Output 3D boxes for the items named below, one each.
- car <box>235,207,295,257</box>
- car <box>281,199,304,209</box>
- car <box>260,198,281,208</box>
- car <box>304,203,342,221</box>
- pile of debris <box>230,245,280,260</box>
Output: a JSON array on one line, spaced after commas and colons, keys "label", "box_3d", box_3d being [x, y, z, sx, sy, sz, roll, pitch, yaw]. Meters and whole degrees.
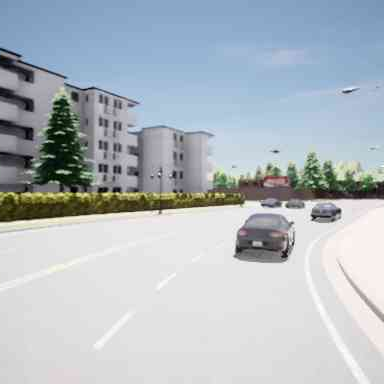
[{"label": "car", "box_3d": [2.969, 1.543, 13.045, 1.812, 1.442, 4.674, 1, 0, 21]}, {"label": "car", "box_3d": [14.575, 1.676, 47.043, 1.994, 1.385, 4.181, 1, 0, 32]}, {"label": "car", "box_3d": [11.793, 1.634, 49.193, 2.033, 1.411, 5.357, 1, 0, 32]}, {"label": "car", "box_3d": [11.420, 1.638, 28.220, 2.033, 1.411, 5.357, 1, 0, 31]}, {"label": "pile of debris", "box_3d": [2.335, 2.192, 12.154, 1.500, 0.140, 1.860, 1, 0, 20]}]
